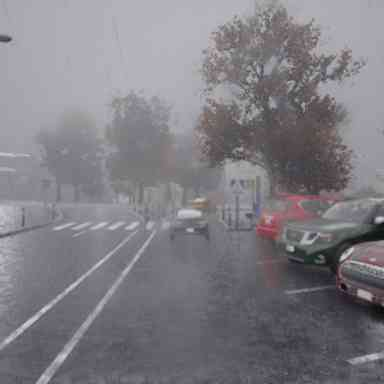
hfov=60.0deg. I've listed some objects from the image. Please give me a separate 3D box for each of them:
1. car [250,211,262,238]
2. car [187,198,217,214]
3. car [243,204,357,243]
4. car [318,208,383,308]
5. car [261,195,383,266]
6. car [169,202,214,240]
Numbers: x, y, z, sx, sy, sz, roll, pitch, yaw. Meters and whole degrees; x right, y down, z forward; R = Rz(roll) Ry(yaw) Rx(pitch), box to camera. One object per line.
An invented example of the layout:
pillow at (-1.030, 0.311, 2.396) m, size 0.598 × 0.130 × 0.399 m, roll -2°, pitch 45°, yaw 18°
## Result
car at (5.226, 1.173, 12.941) m, size 5.566 × 2.045 × 2.435 m, roll 1°, pitch 0°, yaw -21°
car at (1.137, 1.329, 32.115) m, size 1.882 × 1.535 × 5.008 m, roll 2°, pitch -1°, yaw 14°
car at (5.131, 1.402, 15.902) m, size 4.892 × 1.521 × 2.231 m, roll 1°, pitch 0°, yaw -22°
car at (5.319, 1.344, 6.995) m, size 4.553 × 1.767 × 2.185 m, roll 1°, pitch 1°, yaw -21°
car at (5.226, 1.195, 9.939) m, size 5.566 × 2.045 × 2.435 m, roll 1°, pitch 1°, yaw -21°
car at (-0.136, 1.431, 16.355) m, size 1.812 × 1.442 × 4.674 m, roll 0°, pitch 1°, yaw -2°
